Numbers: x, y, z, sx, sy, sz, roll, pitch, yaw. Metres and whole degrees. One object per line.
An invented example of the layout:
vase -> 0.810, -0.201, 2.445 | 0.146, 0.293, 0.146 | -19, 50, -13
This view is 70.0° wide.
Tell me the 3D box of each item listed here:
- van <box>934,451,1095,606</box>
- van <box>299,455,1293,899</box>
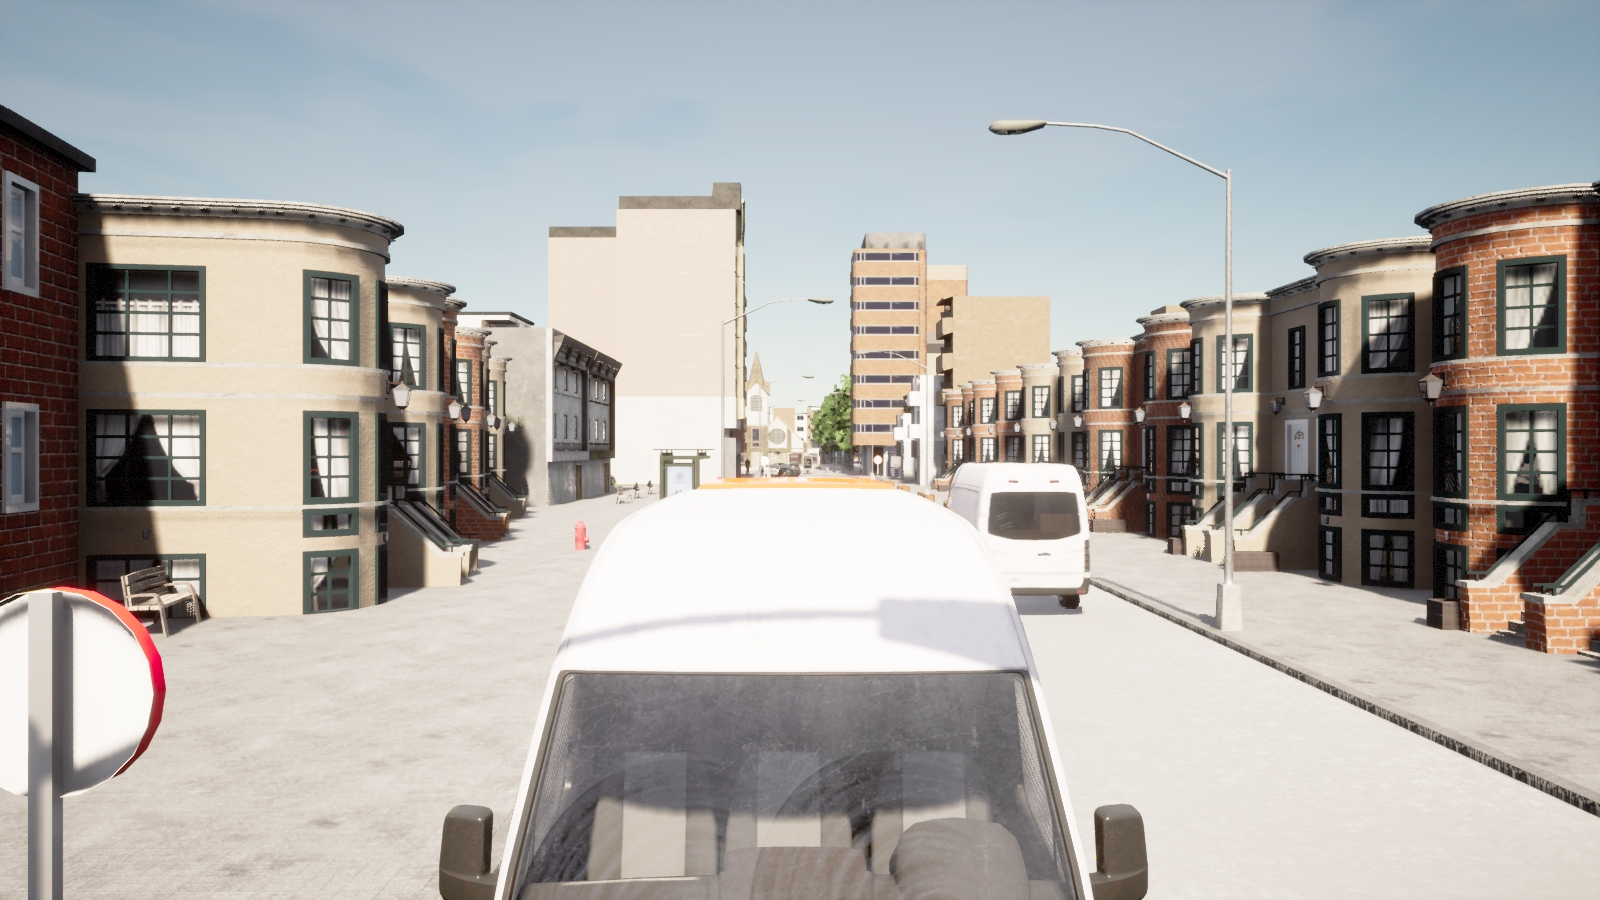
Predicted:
van -> 3.930, 1.315, 22.040 | 1.988, 2.561, 5.915 | 0, 0, 0
van -> -0.019, 1.314, 5.243 | 1.988, 2.561, 5.915 | 0, 0, 0
